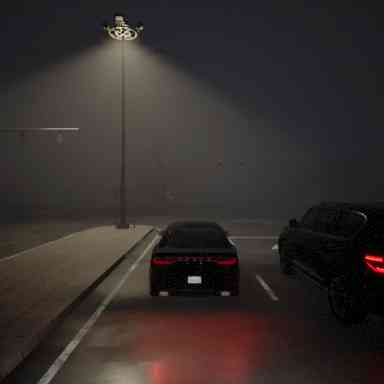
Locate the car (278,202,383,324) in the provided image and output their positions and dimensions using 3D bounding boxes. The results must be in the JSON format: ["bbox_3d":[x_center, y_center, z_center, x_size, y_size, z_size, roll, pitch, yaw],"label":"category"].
[{"bbox_3d":[3.566,1.221,7.287,2.150,2.045,5.566,0,0,0],"label":"car"}]

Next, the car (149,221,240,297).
[{"bbox_3d":[0.063,1.478,8.634,1.882,1.535,5.008,0,0,0],"label":"car"}]
